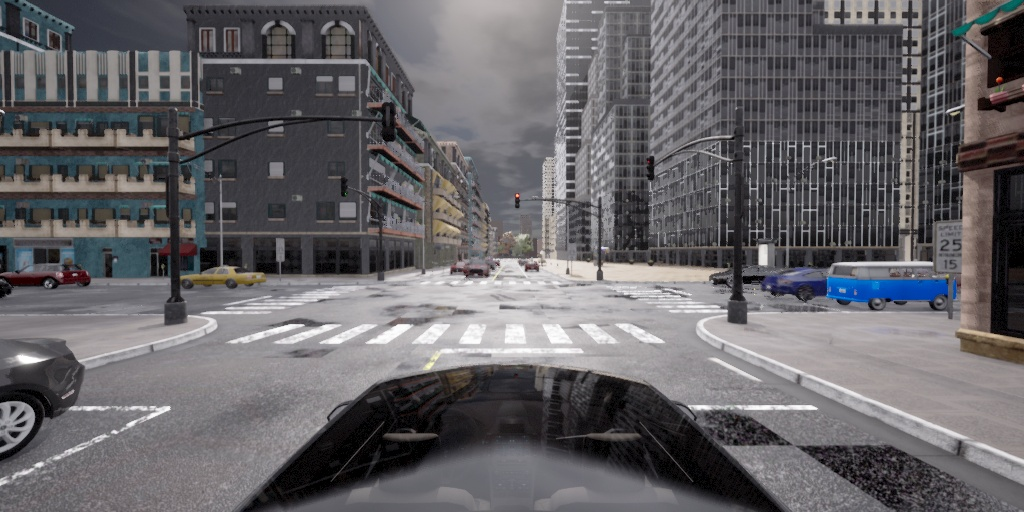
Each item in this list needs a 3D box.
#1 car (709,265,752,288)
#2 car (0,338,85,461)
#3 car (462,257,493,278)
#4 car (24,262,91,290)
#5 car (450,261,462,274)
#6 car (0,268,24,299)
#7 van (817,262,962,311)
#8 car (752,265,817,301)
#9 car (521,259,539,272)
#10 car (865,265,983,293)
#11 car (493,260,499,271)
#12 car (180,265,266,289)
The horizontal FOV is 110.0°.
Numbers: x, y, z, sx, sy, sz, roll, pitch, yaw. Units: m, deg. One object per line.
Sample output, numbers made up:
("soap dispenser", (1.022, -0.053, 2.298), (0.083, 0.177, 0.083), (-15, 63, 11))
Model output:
("car", (14.613, 1.212, 22.290), (4.313, 1.339, 1.948), (0, 0, 0))
("car", (-5.690, 1.300, 2.190), (2.007, 1.370, 4.403), (0, 0, 0))
("car", (-3.199, 1.092, 34.110), (2.097, 1.767, 4.553), (0, 0, 0))
("car", (-28.843, 1.186, 22.081), (4.097, 1.591, 1.967), (0, 0, 0))
("car", (-5.811, 1.282, 40.256), (1.888, 1.381, 4.507), (0, 0, 0))
("car", (-26.007, 1.331, 16.292), (4.892, 1.490, 1.837), (0, 1, 0))
("van", (14.653, 1.114, 13.910), (3.998, 1.789, 1.690), (0, 0, 0))
("car", (14.135, 1.260, 16.544), (4.674, 1.442, 1.812), (0, 1, 0))
("car", (2.518, 1.281, 45.989), (1.888, 1.381, 4.507), (0, 0, 0))
("car", (22.525, 1.234, 19.727), (4.181, 1.385, 1.994), (0, 1, 0))
("car", (-3.244, 1.337, 49.406), (1.895, 1.301, 4.718), (0, 0, 0))
("car", (-17.945, 1.243, 22.134), (4.829, 1.417, 1.751), (0, 0, 0))
